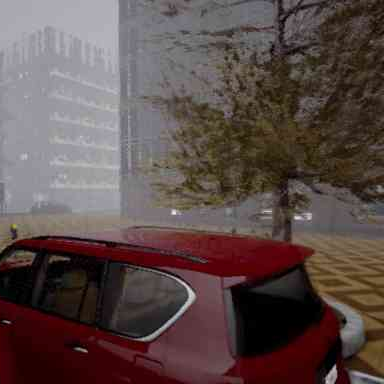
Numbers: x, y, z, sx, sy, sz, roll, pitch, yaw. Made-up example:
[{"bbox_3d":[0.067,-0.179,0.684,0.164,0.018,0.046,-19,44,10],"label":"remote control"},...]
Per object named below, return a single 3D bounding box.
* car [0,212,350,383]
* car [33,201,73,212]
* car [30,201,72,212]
[{"bbox_3d":[-1.017,1.311,3.611,5.009,1.841,2.192,0,0,36],"label":"car"},{"bbox_3d":[-18.798,1.934,45.227,1.752,1.417,4.829,-2,-2,35],"label":"car"},{"bbox_3d":[-15.138,1.697,35.972,1.967,1.590,4.097,-2,-2,35],"label":"car"}]
